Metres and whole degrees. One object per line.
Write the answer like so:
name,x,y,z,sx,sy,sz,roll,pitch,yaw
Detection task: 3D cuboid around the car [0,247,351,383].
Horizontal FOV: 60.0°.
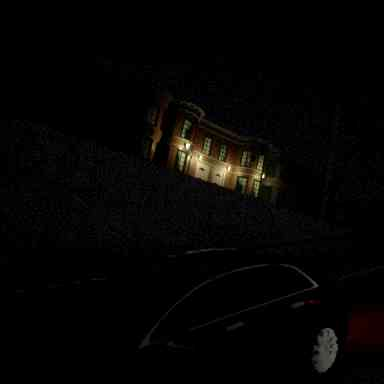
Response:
car,-0.041,1.513,3.960,4.892,1.490,1.837,0,0,-35
